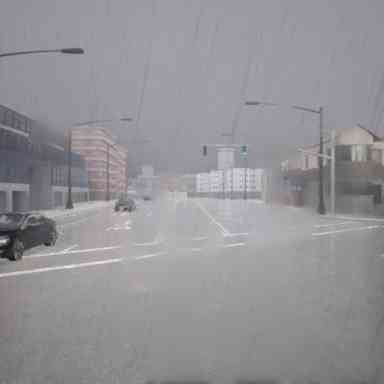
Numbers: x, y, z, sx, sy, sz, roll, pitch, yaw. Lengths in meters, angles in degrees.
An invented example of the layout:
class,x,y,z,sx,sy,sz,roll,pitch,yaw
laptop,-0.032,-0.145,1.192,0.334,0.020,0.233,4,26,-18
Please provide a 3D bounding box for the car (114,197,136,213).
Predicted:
class,x,y,z,sx,sy,sz,roll,pitch,yaw
car,-7.333,1.475,36.764,2.128,1.511,4.902,0,1,-2

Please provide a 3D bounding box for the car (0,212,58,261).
class,x,y,z,sx,sy,sz,roll,pitch,yaw
car,-6.673,1.543,12.459,2.128,1.511,4.902,0,0,-2

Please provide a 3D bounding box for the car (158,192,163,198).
class,x,y,z,sx,sy,sz,roll,pitch,yaw
car,-8.711,0.956,87.613,2.150,2.045,5.566,0,-1,-2

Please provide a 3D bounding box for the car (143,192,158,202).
class,x,y,z,sx,sy,sz,roll,pitch,yaw
car,-8.011,1.143,61.765,1.895,1.301,4.718,0,0,-2
